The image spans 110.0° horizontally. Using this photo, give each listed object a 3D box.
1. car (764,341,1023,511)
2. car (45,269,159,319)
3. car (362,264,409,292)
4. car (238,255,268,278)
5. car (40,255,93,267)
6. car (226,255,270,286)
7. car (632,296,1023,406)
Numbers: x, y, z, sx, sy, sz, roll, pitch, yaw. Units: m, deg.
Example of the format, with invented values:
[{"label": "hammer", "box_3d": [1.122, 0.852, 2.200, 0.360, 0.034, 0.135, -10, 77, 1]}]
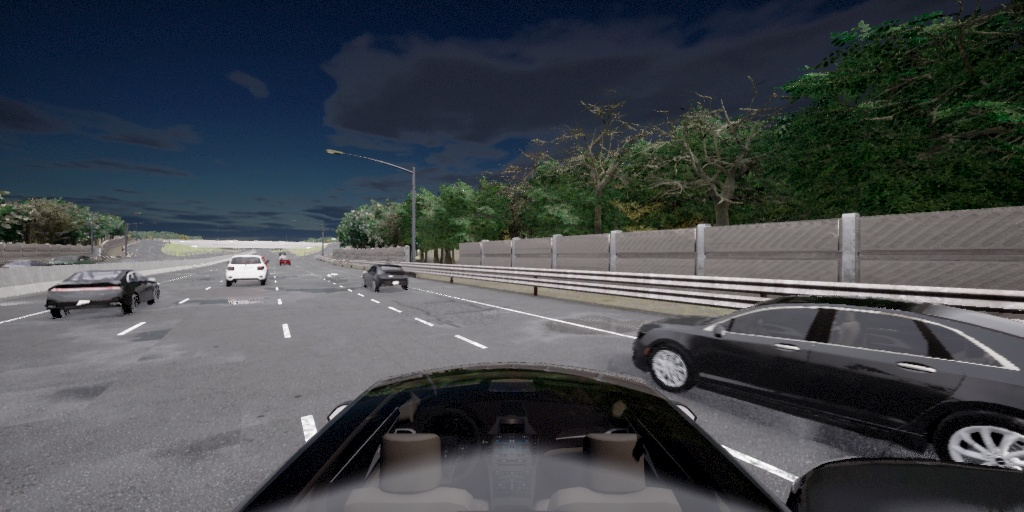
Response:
[{"label": "car", "box_3d": [2.984, 1.315, 0.547, 4.181, 1.385, 1.994, 0, 0, 34]}, {"label": "car", "box_3d": [-14.615, 1.237, 13.079, 2.128, 1.511, 4.902, 0, 0, -34]}, {"label": "car", "box_3d": [-7.700, 1.247, 21.593, 1.837, 1.490, 4.892, 0, -1, -34]}, {"label": "car", "box_3d": [-24.953, 0.947, 34.730, 2.150, 2.045, 5.566, 0, 0, -34]}, {"label": "car", "box_3d": [-50.220, 0.925, 40.810, 2.150, 2.045, 5.566, 0, 0, -33]}, {"label": "car", "box_3d": [-18.857, 0.960, 25.636, 2.150, 2.045, 5.566, 0, 0, -34]}, {"label": "car", "box_3d": [3.867, 1.253, 4.522, 1.837, 1.490, 4.892, 0, 0, -34]}]
